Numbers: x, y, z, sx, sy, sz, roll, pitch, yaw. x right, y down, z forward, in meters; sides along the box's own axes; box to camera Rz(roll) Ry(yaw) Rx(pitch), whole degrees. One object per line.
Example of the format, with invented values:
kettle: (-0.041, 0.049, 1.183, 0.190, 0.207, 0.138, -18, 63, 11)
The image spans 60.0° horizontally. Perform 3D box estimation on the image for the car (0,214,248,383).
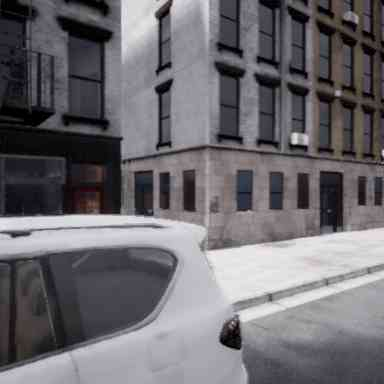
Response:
car: (-2.166, 1.222, 1.824, 5.566, 2.045, 2.150, 0, 0, -35)
